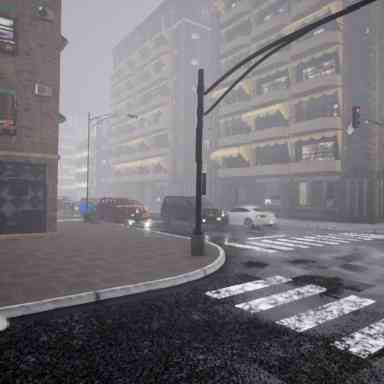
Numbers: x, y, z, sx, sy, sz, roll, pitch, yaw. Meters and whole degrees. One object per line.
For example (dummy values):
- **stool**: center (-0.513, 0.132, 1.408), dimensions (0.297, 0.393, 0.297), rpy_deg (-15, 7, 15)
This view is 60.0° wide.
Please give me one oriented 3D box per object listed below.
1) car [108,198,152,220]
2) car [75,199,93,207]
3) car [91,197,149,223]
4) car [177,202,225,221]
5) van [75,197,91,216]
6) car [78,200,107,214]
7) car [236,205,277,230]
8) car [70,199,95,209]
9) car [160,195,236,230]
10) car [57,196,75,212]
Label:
- **car**: center (-5.596, 1.410, 29.647), dimensions (2.097, 1.767, 4.553), rpy_deg (1, -1, -35)
- **car**: center (-18.587, 1.866, 57.239), dimensions (1.802, 1.307, 4.206), rpy_deg (1, -1, -35)
- **car**: center (-5.615, 1.309, 25.412), dimensions (2.192, 1.841, 5.009), rpy_deg (1, -1, -35)
- **car**: center (0.703, 1.685, 30.116), dimensions (1.752, 1.417, 4.829), rpy_deg (1, -1, -35)
- **van**: center (-8.848, 1.354, 29.956), dimensions (1.690, 1.788, 3.998), rpy_deg (1, -1, -35)
- **car**: center (-11.332, 1.657, 37.731), dimensions (1.994, 1.385, 4.181), rpy_deg (1, -1, -35)
- **car**: center (3.447, 1.607, 21.855), dimensions (1.812, 1.442, 4.674), rpy_deg (1, -1, -35)
- **car**: center (-16.598, 1.753, 50.197), dimensions (2.033, 1.411, 5.357), rpy_deg (1, -1, -35)
- **car**: center (-0.023, 1.249, 21.802), dimensions (2.150, 2.045, 5.566), rpy_deg (1, -1, -36)
- **car**: center (-15.310, 1.368, 39.044), dimensions (2.192, 1.841, 5.009), rpy_deg (1, -1, -35)
